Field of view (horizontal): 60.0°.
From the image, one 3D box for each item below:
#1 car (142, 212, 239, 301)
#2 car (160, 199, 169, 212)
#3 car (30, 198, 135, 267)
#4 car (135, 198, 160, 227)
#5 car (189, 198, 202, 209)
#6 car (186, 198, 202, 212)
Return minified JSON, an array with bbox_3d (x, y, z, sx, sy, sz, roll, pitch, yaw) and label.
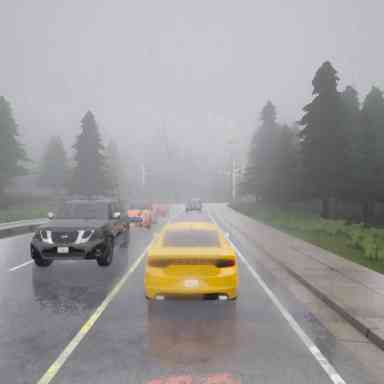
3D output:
[{"bbox_3d":[-0.011,1.498,8.451,1.882,1.535,5.008,0,0,0],"label":"car"},{"bbox_3d":[-3.450,1.451,32.473,2.097,1.767,4.553,0,0,1],"label":"car"},{"bbox_3d":[-3.628,1.253,11.928,2.150,2.045,5.566,0,0,-2],"label":"car"},{"bbox_3d":[-3.589,1.417,22.222,2.097,1.767,4.553,0,0,0],"label":"car"},{"bbox_3d":[0.607,1.659,49.405,1.837,1.490,4.892,0,0,2],"label":"car"},{"bbox_3d":[0.224,1.668,39.012,2.033,1.411,5.357,0,0,2],"label":"car"}]
